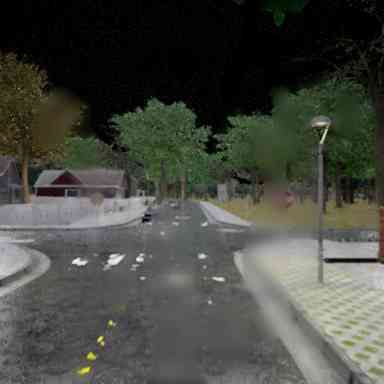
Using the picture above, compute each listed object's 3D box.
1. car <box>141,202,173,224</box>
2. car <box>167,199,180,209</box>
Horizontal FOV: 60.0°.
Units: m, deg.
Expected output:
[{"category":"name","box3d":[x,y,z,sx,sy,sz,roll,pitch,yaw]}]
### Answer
[{"category":"car","box3d":[-2.740,1.707,25.702,1.895,1.301,4.718,0,0,0]},{"category":"car","box3d":[-2.725,1.744,49.085,2.128,1.511,4.902,0,0,0]}]
